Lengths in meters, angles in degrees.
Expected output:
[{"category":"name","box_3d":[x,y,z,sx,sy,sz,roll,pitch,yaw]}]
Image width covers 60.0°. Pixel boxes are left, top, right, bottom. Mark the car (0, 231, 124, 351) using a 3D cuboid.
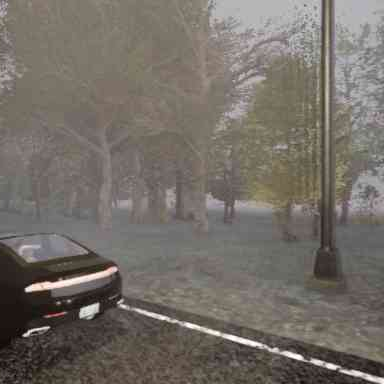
[{"category":"car","box_3d":[-3.378,1.460,5.975,4.902,1.511,2.128,-1,-1,36]}]
